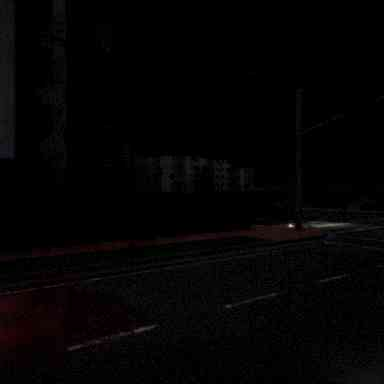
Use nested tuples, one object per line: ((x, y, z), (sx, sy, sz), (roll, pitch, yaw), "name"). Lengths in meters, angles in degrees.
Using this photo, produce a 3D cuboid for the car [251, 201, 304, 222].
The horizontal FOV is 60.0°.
((6.413, 1.477, 26.374), (1.882, 1.535, 5.008), (0, 0, -38), "car")
